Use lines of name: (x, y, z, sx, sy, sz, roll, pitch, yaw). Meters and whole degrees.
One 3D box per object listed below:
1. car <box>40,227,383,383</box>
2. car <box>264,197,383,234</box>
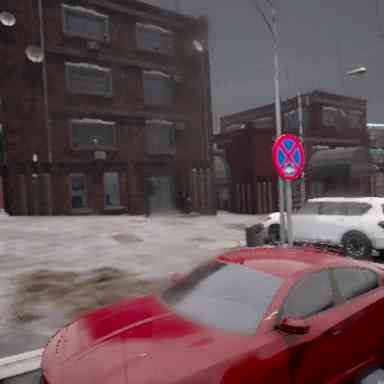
car: (0.883, 1.475, 4.008, 5.008, 1.535, 1.882, 0, 0, -36)
car: (5.384, 1.220, 12.883, 2.435, 2.045, 5.566, 0, 0, -36)
